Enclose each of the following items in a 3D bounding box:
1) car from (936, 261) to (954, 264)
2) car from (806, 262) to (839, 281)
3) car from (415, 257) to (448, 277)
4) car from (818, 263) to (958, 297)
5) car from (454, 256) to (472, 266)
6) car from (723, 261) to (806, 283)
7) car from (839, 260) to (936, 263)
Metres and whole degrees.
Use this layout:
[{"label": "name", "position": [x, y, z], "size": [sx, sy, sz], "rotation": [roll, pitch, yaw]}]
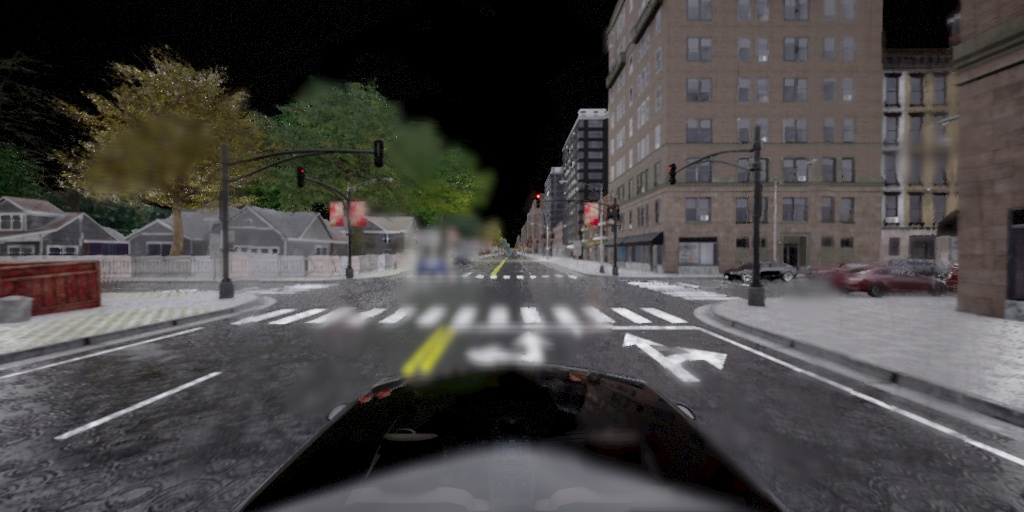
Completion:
[{"label": "car", "position": [21.901, 0.954, 15.708], "size": [4.097, 1.591, 1.967], "rotation": [0, 0, 0]}, {"label": "car", "position": [21.894, 1.028, 23.733], "size": [4.207, 1.307, 1.802], "rotation": [0, 0, 0]}, {"label": "car", "position": [-6.502, 0.871, 29.428], "size": [1.882, 1.535, 5.008], "rotation": [0, 2, 0]}, {"label": "car", "position": [16.382, 1.098, 15.705], "size": [4.207, 1.307, 1.802], "rotation": [0, 0, 0]}, {"label": "car", "position": [-6.506, 0.648, 48.160], "size": [2.033, 1.411, 5.357], "rotation": [0, 1, 0]}, {"label": "car", "position": [16.376, 1.014, 23.730], "size": [4.313, 1.339, 1.948], "rotation": [0, 0, 0]}, {"label": "car", "position": [22.891, 0.959, 21.189], "size": [4.902, 1.511, 2.128], "rotation": [0, 0, 0]}]
